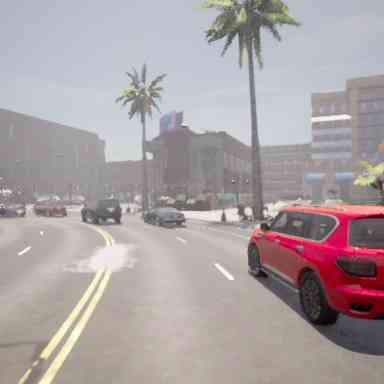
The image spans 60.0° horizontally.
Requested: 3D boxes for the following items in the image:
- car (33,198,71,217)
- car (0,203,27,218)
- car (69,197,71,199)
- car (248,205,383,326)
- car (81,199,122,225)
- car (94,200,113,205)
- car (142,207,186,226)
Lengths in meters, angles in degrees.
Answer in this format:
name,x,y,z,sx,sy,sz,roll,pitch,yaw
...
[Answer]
name,x,y,z,sx,sy,sz,roll,pitch,yaw
car,-16.263,1.873,37.974,4.553,1.767,2.097,-1,-1,40
car,-20.179,2.021,36.803,4.902,1.511,2.128,-1,-1,38
car,-26.955,2.432,76.876,4.193,1.474,1.816,-1,-1,22
car,2.946,1.295,7.442,2.150,2.045,5.566,0,-1,-6
car,-7.762,1.590,28.330,2.150,2.045,5.566,0,-1,-32
car,-23.096,2.696,86.642,4.718,1.301,1.895,-1,-1,22
car,-2.320,1.864,26.127,2.033,1.411,5.357,0,-1,-27
